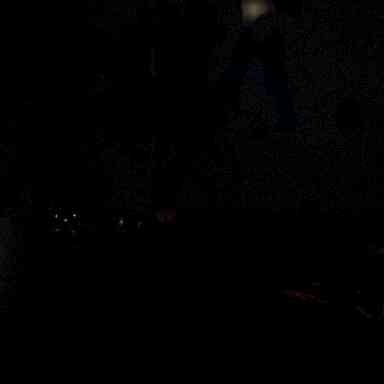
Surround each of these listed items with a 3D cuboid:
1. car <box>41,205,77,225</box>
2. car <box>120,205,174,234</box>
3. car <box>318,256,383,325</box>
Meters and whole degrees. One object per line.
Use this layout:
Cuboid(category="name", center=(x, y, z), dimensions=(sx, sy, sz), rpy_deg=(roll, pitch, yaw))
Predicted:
Cuboid(category="car", center=(-11.576, 2.076, 29.105), dimensions=(1.895, 1.301, 4.718), rpy_deg=(0, -1, -34))
Cuboid(category="car", center=(-3.047, 1.616, 21.653), dimensions=(2.097, 1.767, 4.553), rpy_deg=(0, -1, -34))
Cuboid(category="car", center=(4.510, 1.598, 5.065), dimensions=(1.895, 1.301, 4.718), rpy_deg=(0, -1, -34))
